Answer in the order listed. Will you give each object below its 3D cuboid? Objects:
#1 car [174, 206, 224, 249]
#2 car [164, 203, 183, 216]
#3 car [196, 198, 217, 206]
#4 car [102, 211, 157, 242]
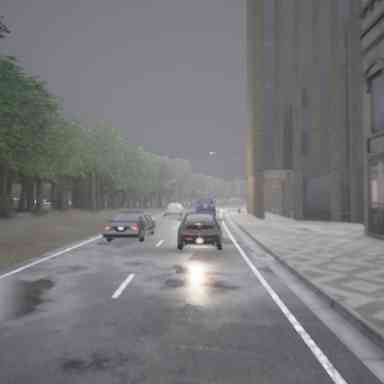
[{"bbox_3d":[0.375,1.626,15.177,1.837,1.490,4.892,0,0,2],"label":"car"},{"bbox_3d":[-1.905,1.971,37.523,1.812,1.442,4.674,0,-1,4],"label":"car"},{"bbox_3d":[1.670,1.687,38.441,2.150,2.045,5.566,0,-1,5],"label":"car"},{"bbox_3d":[-3.062,1.690,17.223,2.033,1.411,5.357,0,-1,2],"label":"car"}]
